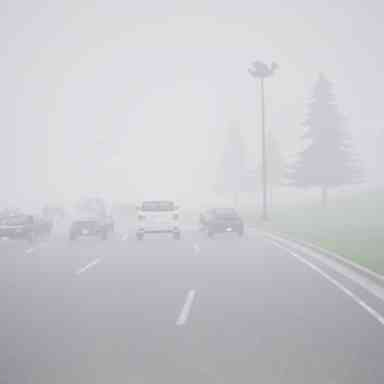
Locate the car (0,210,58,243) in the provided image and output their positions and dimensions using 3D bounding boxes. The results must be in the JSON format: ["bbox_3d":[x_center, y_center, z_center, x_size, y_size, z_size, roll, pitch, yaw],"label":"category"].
[{"bbox_3d":[-8.846,1.855,17.539,1.895,1.301,4.718,-1,0,-7],"label":"car"}]

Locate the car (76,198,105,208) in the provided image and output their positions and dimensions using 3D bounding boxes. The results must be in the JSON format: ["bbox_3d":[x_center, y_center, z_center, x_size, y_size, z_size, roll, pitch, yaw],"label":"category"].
[{"bbox_3d":[-10.360,1.606,33.928,2.150,2.045,5.566,-1,0,-28],"label":"car"}]

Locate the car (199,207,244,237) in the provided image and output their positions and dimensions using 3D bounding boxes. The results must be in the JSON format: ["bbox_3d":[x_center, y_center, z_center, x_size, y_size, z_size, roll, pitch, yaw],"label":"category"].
[{"bbox_3d":[1.560,1.616,18.932,1.837,1.490,4.892,-1,0,-7],"label":"car"}]

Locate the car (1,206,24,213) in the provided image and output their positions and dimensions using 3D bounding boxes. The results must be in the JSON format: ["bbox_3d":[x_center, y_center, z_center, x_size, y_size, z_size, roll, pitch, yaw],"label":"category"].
[{"bbox_3d":[-16.718,2.028,30.948,1.994,1.385,4.181,-1,0,-28],"label":"car"}]

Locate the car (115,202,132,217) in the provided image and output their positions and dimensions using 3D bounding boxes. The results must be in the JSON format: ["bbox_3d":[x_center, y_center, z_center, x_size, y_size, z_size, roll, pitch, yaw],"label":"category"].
[{"bbox_3d":[-7.392,1.866,35.805,1.837,1.490,4.892,-1,0,-28],"label":"car"}]

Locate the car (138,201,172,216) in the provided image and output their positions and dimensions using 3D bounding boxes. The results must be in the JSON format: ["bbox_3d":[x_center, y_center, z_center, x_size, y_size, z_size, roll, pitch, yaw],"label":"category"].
[{"bbox_3d":[-4.286,1.816,37.417,2.128,1.511,4.902,-1,0,-28],"label":"car"}]

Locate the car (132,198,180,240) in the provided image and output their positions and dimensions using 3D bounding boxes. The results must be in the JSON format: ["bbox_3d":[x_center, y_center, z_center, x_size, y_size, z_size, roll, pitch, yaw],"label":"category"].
[{"bbox_3d":[-1.882,1.371,18.261,2.150,2.045,5.566,-1,0,-7],"label":"car"}]

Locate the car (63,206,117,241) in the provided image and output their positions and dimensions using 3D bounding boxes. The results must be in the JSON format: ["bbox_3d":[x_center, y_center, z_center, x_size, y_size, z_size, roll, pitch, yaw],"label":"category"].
[{"bbox_3d":[-5.419,1.733,18.219,1.812,1.442,4.674,-1,0,-8],"label":"car"}]

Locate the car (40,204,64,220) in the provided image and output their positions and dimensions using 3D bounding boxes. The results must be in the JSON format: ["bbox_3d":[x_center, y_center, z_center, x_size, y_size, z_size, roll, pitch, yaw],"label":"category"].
[{"bbox_3d":[-13.592,1.936,32.532,1.837,1.490,4.892,-1,0,-28],"label":"car"}]
